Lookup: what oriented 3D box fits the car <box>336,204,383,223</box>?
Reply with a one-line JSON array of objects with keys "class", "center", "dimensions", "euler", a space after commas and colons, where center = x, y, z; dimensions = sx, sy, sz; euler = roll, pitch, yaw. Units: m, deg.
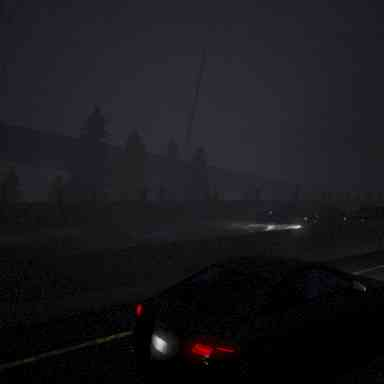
[{"class": "car", "center": [11.330, 1.548, 20.677], "dimensions": [4.892, 1.490, 1.837], "euler": [0, 0, -36]}]

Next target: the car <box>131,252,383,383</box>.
[{"class": "car", "center": [1.288, 1.571, 4.666], "dimensions": [4.181, 1.385, 1.994], "euler": [0, 0, -36]}]

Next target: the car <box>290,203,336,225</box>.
[{"class": "car", "center": [9.263, 1.608, 23.502], "dimensions": [4.181, 1.385, 1.994], "euler": [0, 0, -36]}]

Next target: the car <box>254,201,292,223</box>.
[{"class": "car", "center": [7.088, 1.521, 26.250], "dimensions": [5.008, 1.535, 1.882], "euler": [0, 0, -36]}]
